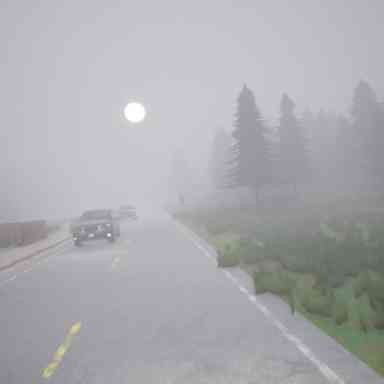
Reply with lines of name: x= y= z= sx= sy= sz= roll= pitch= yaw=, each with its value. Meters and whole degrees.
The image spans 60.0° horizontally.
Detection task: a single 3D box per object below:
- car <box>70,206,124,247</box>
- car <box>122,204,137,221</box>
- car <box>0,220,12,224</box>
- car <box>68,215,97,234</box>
car: x=-5.852 y=2.098 z=20.918 sx=2.150 sy=2.045 sz=5.566 roll=-6 pitch=-1 yaw=-7
car: x=-8.261 y=2.642 z=42.281 sx=2.150 sy=2.045 sz=5.566 roll=-6 pitch=-1 yaw=-7
car: x=-39.671 y=6.529 z=68.988 sx=4.674 sy=1.442 sz=1.812 roll=-6 pitch=-1 yaw=15
car: x=-9.778 y=2.866 z=30.052 sx=1.816 sy=1.474 sz=4.193 roll=0 pitch=-2 yaw=-9
